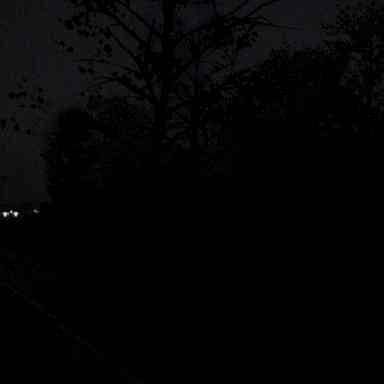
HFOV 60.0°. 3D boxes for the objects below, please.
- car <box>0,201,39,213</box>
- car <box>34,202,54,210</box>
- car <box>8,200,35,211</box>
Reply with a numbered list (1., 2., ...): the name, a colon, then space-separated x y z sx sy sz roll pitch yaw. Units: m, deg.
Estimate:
1. car: -23.492 2.066 45.582 2.033 1.411 5.357 0 -2 -3
2. car: -27.829 2.622 62.722 1.837 1.490 4.892 0 -2 -3
3. car: -27.389 2.154 53.636 2.097 1.767 4.553 0 -2 -3
